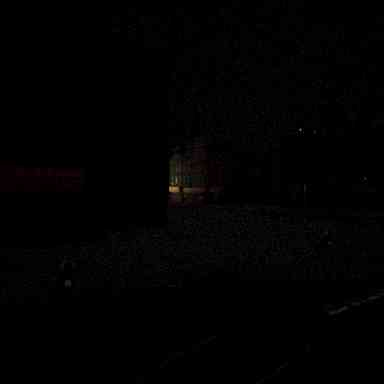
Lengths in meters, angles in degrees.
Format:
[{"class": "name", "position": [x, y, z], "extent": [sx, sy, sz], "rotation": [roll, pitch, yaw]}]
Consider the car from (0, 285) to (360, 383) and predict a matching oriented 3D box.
[{"class": "car", "position": [-0.452, 1.566, 2.481], "extent": [4.313, 1.339, 1.947], "rotation": [0, 0, -35]}]
